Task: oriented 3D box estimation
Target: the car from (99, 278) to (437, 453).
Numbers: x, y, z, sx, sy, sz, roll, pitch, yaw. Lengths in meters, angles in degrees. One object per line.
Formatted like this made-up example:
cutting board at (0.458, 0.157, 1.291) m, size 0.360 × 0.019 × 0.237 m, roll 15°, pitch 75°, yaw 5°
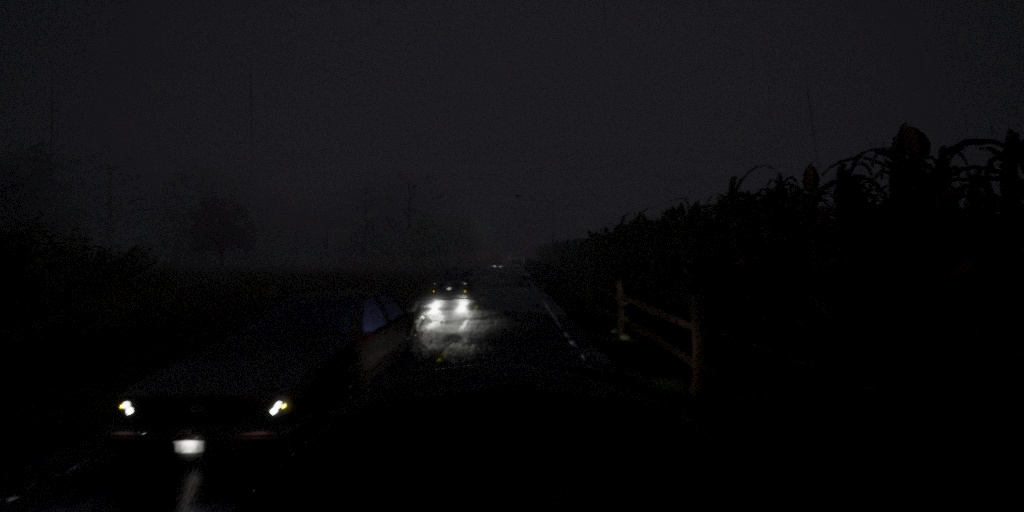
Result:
car at (-2.851, 1.293, 5.827) m, size 2.033 × 1.411 × 5.357 m, roll 0°, pitch 0°, yaw 0°

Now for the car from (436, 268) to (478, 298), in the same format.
car at (-2.852, 1.290, 18.297) m, size 1.994 × 1.385 × 4.181 m, roll 0°, pitch 0°, yaw 0°
